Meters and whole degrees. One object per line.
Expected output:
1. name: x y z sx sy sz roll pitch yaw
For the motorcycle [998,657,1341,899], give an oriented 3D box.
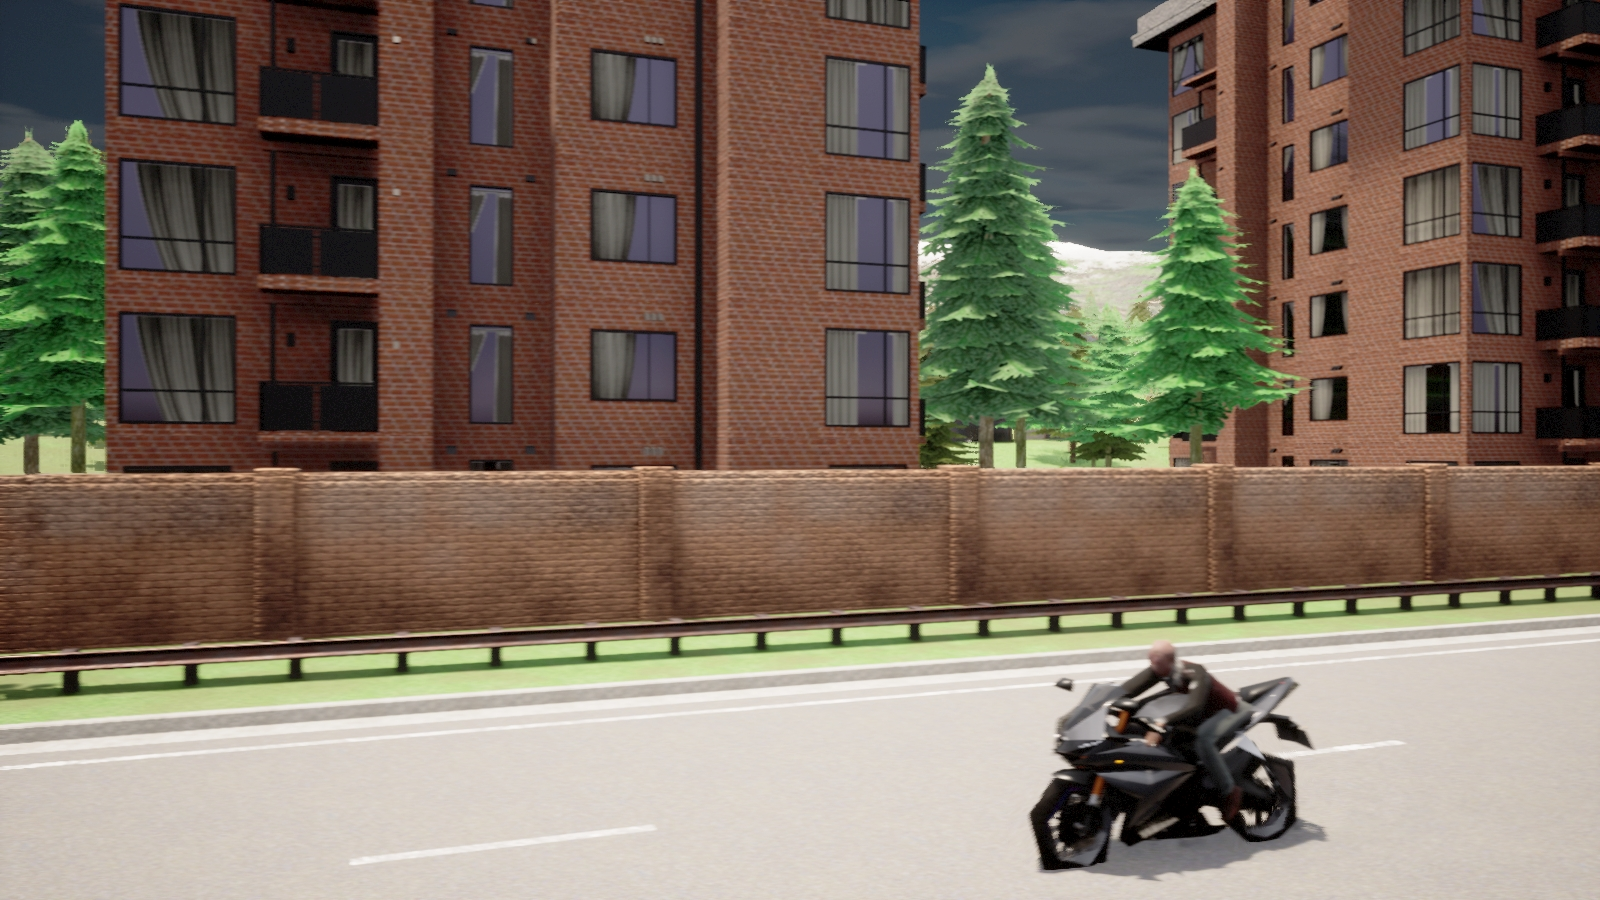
1. motorcycle: 2.569 2.209 7.957 2.209 1.251 0.867 0 0 -20
